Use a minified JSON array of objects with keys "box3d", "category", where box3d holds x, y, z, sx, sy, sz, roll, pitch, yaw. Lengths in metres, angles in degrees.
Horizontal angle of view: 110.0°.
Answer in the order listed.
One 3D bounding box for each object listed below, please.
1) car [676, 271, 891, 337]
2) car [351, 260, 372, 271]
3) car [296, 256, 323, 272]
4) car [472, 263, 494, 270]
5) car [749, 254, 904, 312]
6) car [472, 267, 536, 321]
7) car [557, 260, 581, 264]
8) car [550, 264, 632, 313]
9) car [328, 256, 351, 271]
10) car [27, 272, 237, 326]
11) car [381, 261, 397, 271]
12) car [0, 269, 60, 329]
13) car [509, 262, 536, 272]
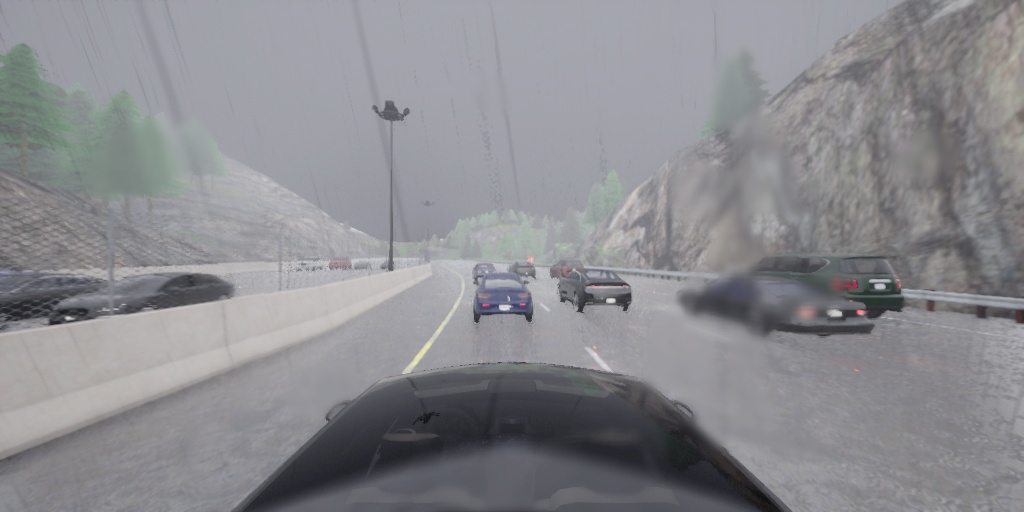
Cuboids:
[{"box3d":[6.815,1.287,10.201,2.033,1.411,5.357,0,0,-3],"category":"car"},{"box3d":[-21.414,1.351,51.817,1.812,1.442,4.674,0,0,-13],"category":"car"},{"box3d":[-28.203,1.061,50.121,2.150,2.045,5.566,0,0,-13],"category":"car"},{"box3d":[-2.388,1.319,30.684,2.033,1.411,5.357,0,0,-9],"category":"car"},{"box3d":[10.162,0.955,12.747,2.150,2.045,5.566,0,0,-3],"category":"car"},{"box3d":[-0.365,1.283,12.377,1.812,1.442,4.674,0,0,-4],"category":"car"},{"box3d":[4.669,1.108,30.549,2.097,1.767,4.553,0,0,-9],"category":"car"},{"box3d":[3.043,1.242,14.044,2.128,1.511,4.902,0,0,-4],"category":"car"},{"box3d":[-25.247,1.056,52.873,2.150,2.045,5.566,0,0,-13],"category":"car"},{"box3d":[-10.992,1.284,11.235,1.837,1.490,4.892,0,0,-4],"category":"car"},{"box3d":[-18.010,1.366,52.635,2.033,1.411,5.357,0,0,-13],"category":"car"},{"box3d":[-14.465,1.279,10.695,2.128,1.511,4.902,0,0,-3],"category":"car"},{"box3d":[0.842,1.257,32.347,2.128,1.511,4.902,0,0,-9],"category":"car"}]
